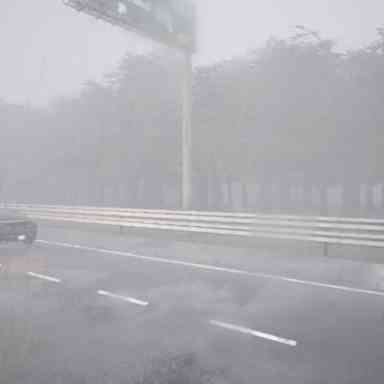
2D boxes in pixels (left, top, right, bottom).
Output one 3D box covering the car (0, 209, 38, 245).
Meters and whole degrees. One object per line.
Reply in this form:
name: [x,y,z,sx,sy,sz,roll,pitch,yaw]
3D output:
car: [-8.553,1.510,14.263,4.892,1.490,1.837,0,0,35]
